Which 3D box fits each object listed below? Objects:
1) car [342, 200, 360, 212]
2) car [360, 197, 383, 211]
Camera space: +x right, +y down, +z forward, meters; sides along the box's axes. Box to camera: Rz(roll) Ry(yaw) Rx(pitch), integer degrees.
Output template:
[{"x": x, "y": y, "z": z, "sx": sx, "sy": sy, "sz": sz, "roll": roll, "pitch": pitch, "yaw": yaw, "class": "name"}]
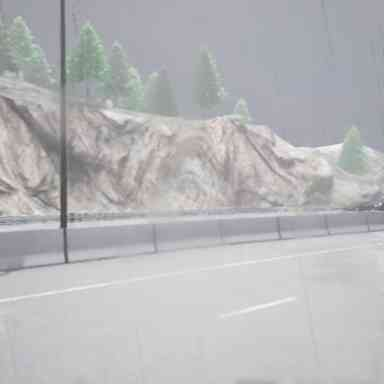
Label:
[{"x": 20.925, "y": 1.803, "z": 41.366, "sx": 4.892, "sy": 1.490, "sz": 1.837, "roll": 0, "pitch": -1, "yaw": -20, "class": "car"}, {"x": 22.130, "y": 1.350, "z": 38.086, "sx": 4.553, "sy": 1.767, "sz": 2.097, "roll": 0, "pitch": -1, "yaw": -20, "class": "car"}]
